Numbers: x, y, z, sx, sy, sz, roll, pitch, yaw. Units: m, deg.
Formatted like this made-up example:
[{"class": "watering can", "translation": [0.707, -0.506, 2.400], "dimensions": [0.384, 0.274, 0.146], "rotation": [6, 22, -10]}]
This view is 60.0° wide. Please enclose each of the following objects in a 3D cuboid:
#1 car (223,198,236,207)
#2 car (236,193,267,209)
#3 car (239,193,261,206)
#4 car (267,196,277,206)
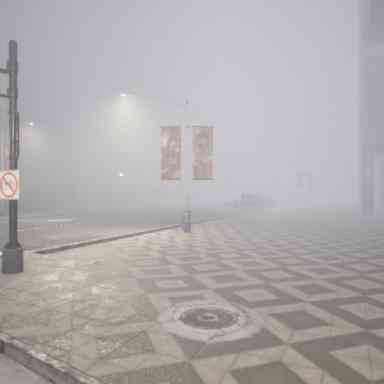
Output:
[{"class": "car", "translation": [6.222, 1.570, 49.009], "dimensions": [1.895, 1.301, 4.718], "rotation": [0, 0, 27]}, {"class": "car", "translation": [8.272, 1.188, 45.791], "dimensions": [2.150, 2.045, 5.566], "rotation": [0, 0, 27]}, {"class": "car", "translation": [9.886, 1.182, 56.572], "dimensions": [2.150, 2.045, 5.566], "rotation": [0, 0, 26]}, {"class": "car", "translation": [12.793, 1.448, 55.117], "dimensions": [2.128, 1.511, 4.902], "rotation": [0, 0, 26]}]
